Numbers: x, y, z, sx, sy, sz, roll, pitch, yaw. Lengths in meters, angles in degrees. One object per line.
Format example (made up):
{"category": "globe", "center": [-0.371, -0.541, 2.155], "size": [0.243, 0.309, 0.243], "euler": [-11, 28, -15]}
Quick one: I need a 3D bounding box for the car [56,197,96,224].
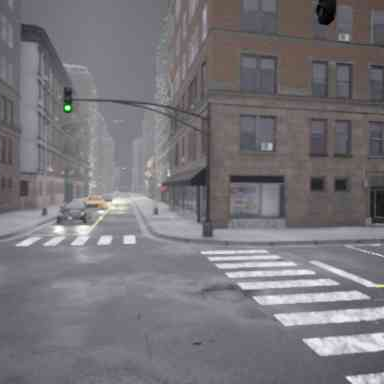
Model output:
{"category": "car", "center": [-7.975, 1.321, 22.838], "size": [1.812, 1.442, 4.674], "euler": [0, 0, -11]}

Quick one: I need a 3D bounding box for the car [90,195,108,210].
{"category": "car", "center": [-10.850, 1.165, 37.530], "size": [1.882, 1.535, 5.008], "euler": [0, 1, -11]}

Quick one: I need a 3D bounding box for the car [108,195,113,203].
{"category": "car", "center": [-14.322, 1.157, 55.707], "size": [1.994, 1.385, 4.181], "euler": [0, 0, -11]}
